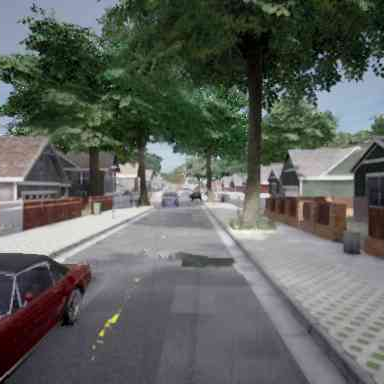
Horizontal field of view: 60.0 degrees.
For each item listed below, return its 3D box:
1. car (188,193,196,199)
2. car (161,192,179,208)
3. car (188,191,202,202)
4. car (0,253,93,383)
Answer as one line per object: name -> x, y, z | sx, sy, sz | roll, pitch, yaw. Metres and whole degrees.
car -> -0.042, 0.955, 85.036 | 1.837, 1.490, 4.892 | 0, 0, 0
car -> -2.859, 0.990, 44.614 | 2.150, 2.045, 5.566 | 0, 0, 0
car -> 0.842, 0.795, 66.199 | 2.150, 2.045, 5.566 | -5, 0, 0
car -> -2.852, 1.579, 4.206 | 1.895, 1.301, 4.718 | 0, 0, 0
